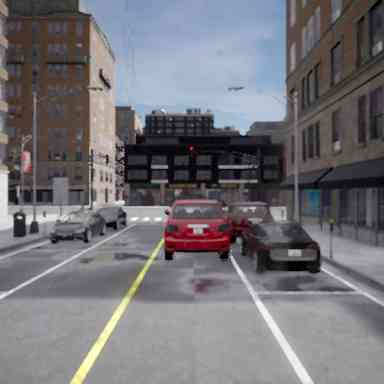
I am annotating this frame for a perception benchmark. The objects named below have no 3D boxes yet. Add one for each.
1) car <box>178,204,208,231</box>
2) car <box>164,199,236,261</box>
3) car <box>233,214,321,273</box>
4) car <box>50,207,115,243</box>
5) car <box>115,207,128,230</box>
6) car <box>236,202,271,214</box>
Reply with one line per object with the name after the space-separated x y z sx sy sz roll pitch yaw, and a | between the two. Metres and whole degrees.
0.073 1.608 22.167 1.812 1.442 4.674 0 0 0 | car
0.105 1.271 12.715 2.150 2.045 5.566 0 0 -2 | car
2.630 1.605 10.590 1.947 1.339 4.313 0 0 0 | car
-5.401 1.612 16.245 2.008 1.369 4.403 0 0 0 | car
-5.406 1.648 21.907 1.947 1.339 4.313 0 0 0 | car
2.625 1.375 16.253 2.192 1.841 5.009 0 0 0 | car
